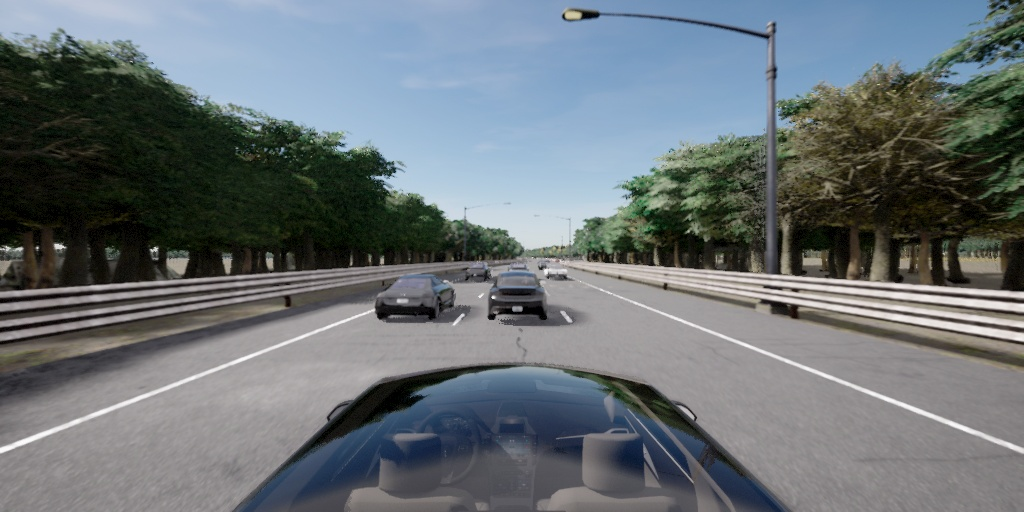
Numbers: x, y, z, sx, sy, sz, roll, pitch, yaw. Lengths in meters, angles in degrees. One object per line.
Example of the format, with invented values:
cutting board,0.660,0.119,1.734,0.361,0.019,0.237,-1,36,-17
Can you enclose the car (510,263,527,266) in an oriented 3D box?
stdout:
car,0.596,1.361,31.818,2.128,1.511,4.902,0,0,2

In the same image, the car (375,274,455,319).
car,-3.312,1.342,12.946,1.994,1.385,4.181,0,0,1

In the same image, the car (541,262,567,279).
car,4.062,1.486,34.068,1.895,1.301,4.718,0,0,2

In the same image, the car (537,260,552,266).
car,5.151,1.673,57.918,1.895,1.301,4.718,0,0,3

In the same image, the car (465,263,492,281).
car,-2.909,1.357,31.705,2.128,1.511,4.902,0,0,2

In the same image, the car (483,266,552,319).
car,0.186,1.286,12.888,1.837,1.490,4.892,0,0,1
